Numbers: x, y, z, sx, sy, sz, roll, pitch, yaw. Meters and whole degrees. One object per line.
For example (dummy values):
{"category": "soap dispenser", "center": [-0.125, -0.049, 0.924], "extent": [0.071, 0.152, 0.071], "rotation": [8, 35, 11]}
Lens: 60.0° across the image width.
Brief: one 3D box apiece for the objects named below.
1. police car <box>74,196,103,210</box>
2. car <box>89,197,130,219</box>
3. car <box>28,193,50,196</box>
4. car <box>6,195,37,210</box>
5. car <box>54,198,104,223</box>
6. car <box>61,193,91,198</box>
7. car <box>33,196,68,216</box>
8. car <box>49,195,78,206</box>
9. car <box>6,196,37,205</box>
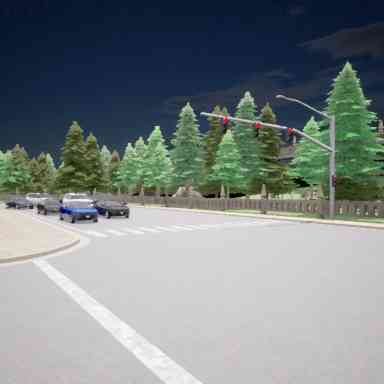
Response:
{"category": "police car", "center": [-13.847, 1.393, 44.189], "extent": [1.930, 1.638, 5.238], "rotation": [0, 0, -38]}
{"category": "car", "center": [-7.146, 1.441, 29.138], "extent": [1.882, 1.535, 5.008], "rotation": [0, 0, -35]}
{"category": "car", "center": [-20.783, 1.172, 45.853], "extent": [5.566, 2.045, 2.150], "rotation": [2, 1, 37]}
{"category": "car", "center": [-21.804, 1.458, 42.124], "extent": [4.892, 1.490, 1.837], "rotation": [1, 0, 41]}
{"category": "car", "center": [-8.636, 1.436, 25.135], "extent": [1.882, 1.535, 5.008], "rotation": [0, 0, -34]}
{"category": "car", "center": [-12.734, 1.185, 37.106], "extent": [2.150, 2.045, 5.566], "rotation": [0, 0, -36]}
{"category": "car", "center": [-13.947, 1.462, 32.774], "extent": [1.837, 1.490, 4.892], "rotation": [0, 0, -35]}
{"category": "car", "center": [-21.108, 1.320, 54.560], "extent": [4.553, 1.767, 2.097], "rotation": [0, 0, 31]}
{"category": "car", "center": [-30.239, 1.464, 58.878], "extent": [4.892, 1.490, 1.837], "rotation": [0, 0, 15]}
